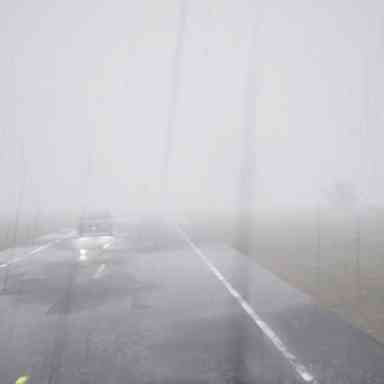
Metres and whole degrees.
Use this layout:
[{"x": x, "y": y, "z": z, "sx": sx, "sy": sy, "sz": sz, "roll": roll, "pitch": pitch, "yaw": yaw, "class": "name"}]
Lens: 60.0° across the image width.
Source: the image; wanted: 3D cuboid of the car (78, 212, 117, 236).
[{"x": -6.049, "y": 2.007, "z": 21.602, "sx": 1.994, "sy": 1.385, "sz": 4.181, "roll": -1, "pitch": -1, "yaw": -7, "class": "car"}]
